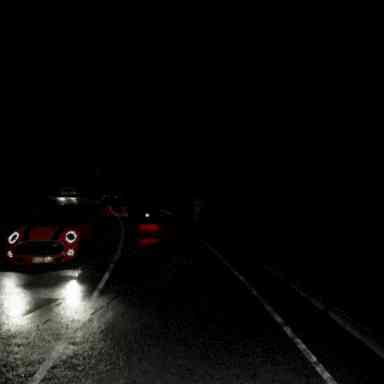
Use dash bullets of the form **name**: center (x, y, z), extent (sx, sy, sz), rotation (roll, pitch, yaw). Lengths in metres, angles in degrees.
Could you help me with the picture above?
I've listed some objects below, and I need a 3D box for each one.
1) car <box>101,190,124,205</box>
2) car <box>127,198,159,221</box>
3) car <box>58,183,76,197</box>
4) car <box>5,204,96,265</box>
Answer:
- **car**: center (-9.777, 0.531, 40.797), extent (2.097, 1.767, 4.553), rotation (1, 2, -25)
- **car**: center (-3.626, 1.243, 24.557), extent (1.837, 1.490, 4.892), rotation (1, 1, -16)
- **car**: center (-19.528, -0.358, 51.760), extent (2.150, 2.045, 5.566), rotation (2, 2, -28)
- **car**: center (-4.631, 1.285, 11.527), extent (2.097, 1.767, 4.553), rotation (0, 1, -9)
